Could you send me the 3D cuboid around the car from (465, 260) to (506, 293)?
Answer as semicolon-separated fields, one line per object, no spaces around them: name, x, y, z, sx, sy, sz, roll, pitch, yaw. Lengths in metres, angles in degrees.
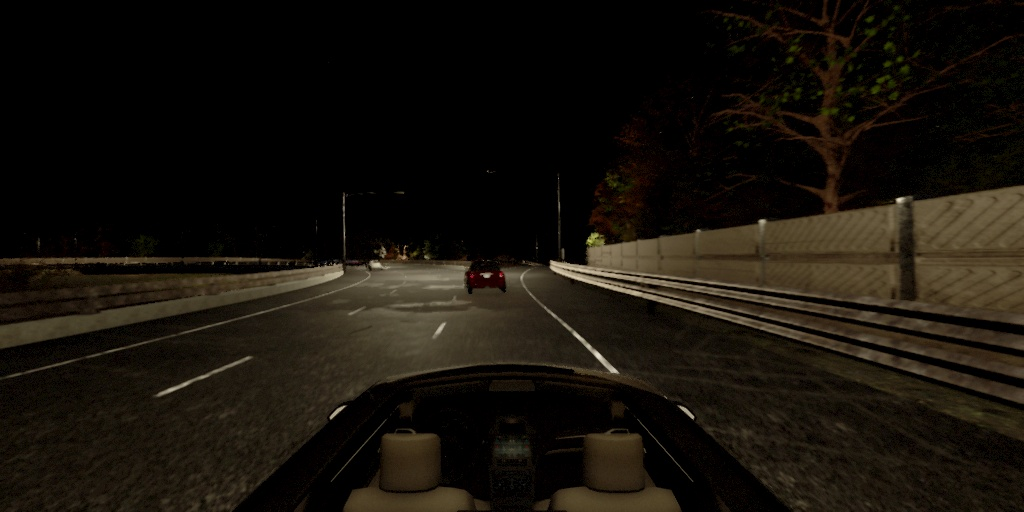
car;-1.664;1.092;21.040;2.097;1.767;4.553;-1;0;-9

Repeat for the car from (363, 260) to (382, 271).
car;-21.256;1.470;55.195;1.812;1.442;4.674;-1;0;-30
